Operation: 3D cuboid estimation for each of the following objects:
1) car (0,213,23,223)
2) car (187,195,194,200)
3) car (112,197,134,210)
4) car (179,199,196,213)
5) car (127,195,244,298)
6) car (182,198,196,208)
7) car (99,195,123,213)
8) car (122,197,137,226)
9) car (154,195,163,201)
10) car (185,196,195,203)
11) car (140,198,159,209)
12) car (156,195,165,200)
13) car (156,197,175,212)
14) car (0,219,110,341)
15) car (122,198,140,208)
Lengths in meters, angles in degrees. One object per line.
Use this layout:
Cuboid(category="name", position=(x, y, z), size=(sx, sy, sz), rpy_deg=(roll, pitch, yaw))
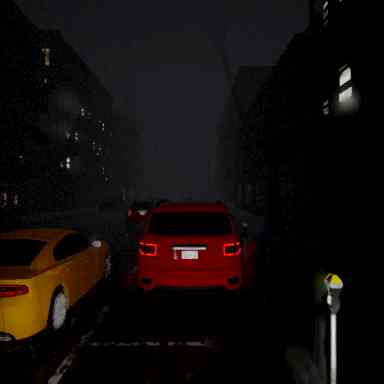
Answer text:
Cuboid(category="car", position=(-8.835, 1.583, 14.612), size=(1.802, 1.307, 4.206), rpy_deg=(0, 0, 0))
Cuboid(category="car", position=(-0.452, 1.513, 93.685), size=(1.752, 1.417, 4.829), rpy_deg=(0, 0, 0))
Cuboid(category="car", position=(-8.834, 1.439, 42.793), size=(1.967, 1.590, 4.097), rpy_deg=(0, 0, 0))
Cuboid(category="car", position=(-0.454, 1.525, 37.323), size=(1.752, 1.417, 4.829), rpy_deg=(0, 0, 0))
Cuboid(category="car", position=(-0.038, 1.229, 8.679), size=(2.150, 2.045, 5.566), rpy_deg=(0, 0, 0))
Cuboid(category="car", position=(-0.454, 1.543, 48.426), size=(1.887, 1.381, 4.507), rpy_deg=(0, 0, 0))
Cuboid(category="car", position=(-8.833, 1.314, 37.157), size=(2.192, 1.841, 5.009), rpy_deg=(0, 0, 0))
Cuboid(category="car", position=(-3.045, 1.353, 22.540), size=(2.097, 1.767, 4.553), rpy_deg=(0, 0, 0))
Cuboid(category="car", position=(-8.834, 1.541, 87.882), size=(2.008, 1.369, 4.403), rpy_deg=(0, 0, 0))
Cuboid(category="car", position=(-0.453, 1.545, 70.970), size=(2.008, 1.369, 4.403), rpy_deg=(0, 0, 0))
Cuboid(category="car", position=(-6.146, 1.613, 48.614), size=(2.033, 1.411, 5.357), rpy_deg=(0, 0, 0))
Cuboid(category="car", position=(-8.834, 1.539, 93.519), size=(2.008, 1.369, 4.403), rpy_deg=(0, 0, 0))
Cuboid(category="car", position=(-3.145, 1.476, 40.322), size=(1.882, 1.535, 5.008), rpy_deg=(0, 0, 0))
Cuboid(category="car", position=(-3.047, 1.478, 6.725), size=(1.882, 1.535, 5.008), rpy_deg=(0, 0, 0))
Cuboid(category="car", position=(-8.834, 1.543, 48.430), size=(1.887, 1.381, 4.507), rpy_deg=(0, 0, 0))
